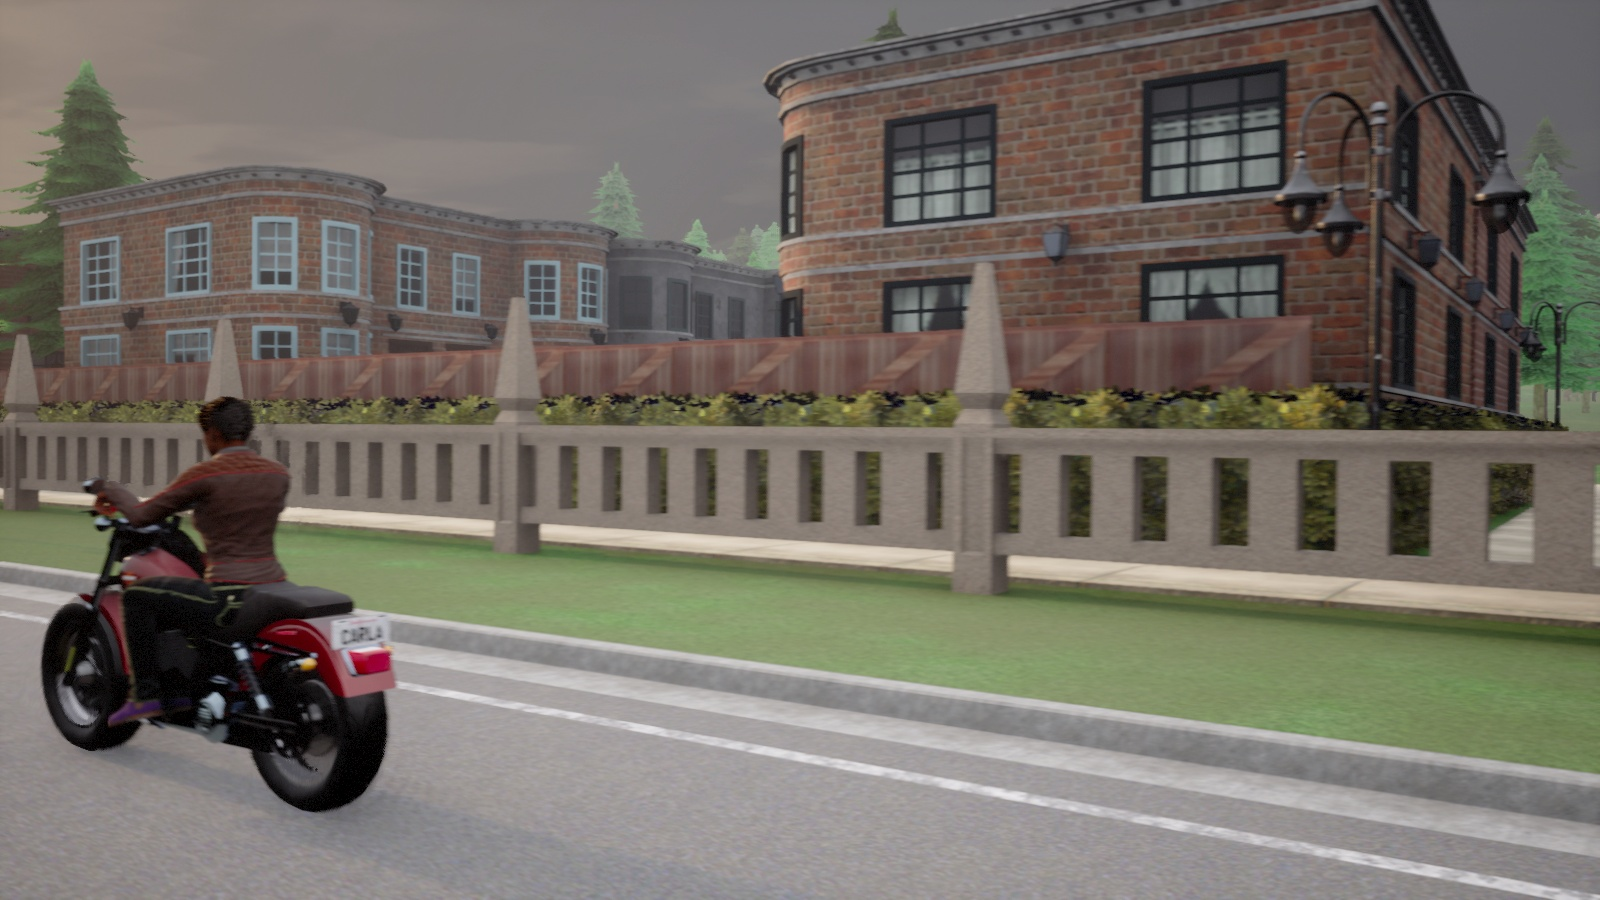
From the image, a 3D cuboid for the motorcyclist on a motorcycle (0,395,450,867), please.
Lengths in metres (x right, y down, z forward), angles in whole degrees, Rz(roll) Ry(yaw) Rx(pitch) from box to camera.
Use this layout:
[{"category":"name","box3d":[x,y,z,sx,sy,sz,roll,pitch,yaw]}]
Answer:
[{"category":"motorcyclist on a motorcycle","box3d":[-2.603,0.632,5.352,2.350,1.649,0.766,0,1,34]}]
